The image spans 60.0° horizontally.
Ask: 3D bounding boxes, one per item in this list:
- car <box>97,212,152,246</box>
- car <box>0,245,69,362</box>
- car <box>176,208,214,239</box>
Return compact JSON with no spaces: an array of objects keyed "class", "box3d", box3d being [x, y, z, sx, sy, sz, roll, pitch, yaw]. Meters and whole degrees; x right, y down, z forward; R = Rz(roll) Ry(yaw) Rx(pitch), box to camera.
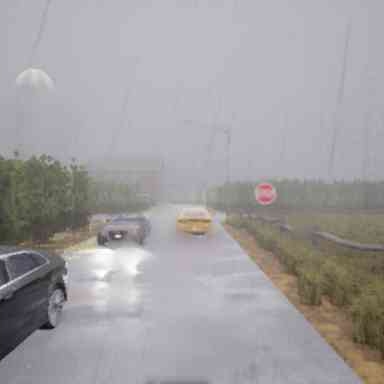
[{"class":"car","box3d":[-3.075,1.669,15.865,1.994,1.385,4.181,0,0,0]},{"class":"car","box3d":[-3.181,1.529,4.218,2.128,1.511,4.902,0,0,0]},{"class":"car","box3d":[0.134,1.591,18.320,1.882,1.535,5.008,0,0,0]}]
